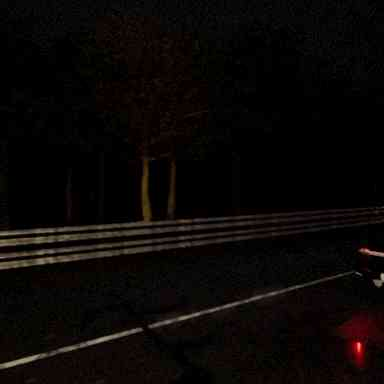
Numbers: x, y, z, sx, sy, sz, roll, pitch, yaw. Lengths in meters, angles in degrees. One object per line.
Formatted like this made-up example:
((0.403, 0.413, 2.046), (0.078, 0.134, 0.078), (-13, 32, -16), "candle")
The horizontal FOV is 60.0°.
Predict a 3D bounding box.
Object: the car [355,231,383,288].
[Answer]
((5.815, 1.452, 7.888), (4.902, 1.511, 2.128), (0, 0, -35), "car")
